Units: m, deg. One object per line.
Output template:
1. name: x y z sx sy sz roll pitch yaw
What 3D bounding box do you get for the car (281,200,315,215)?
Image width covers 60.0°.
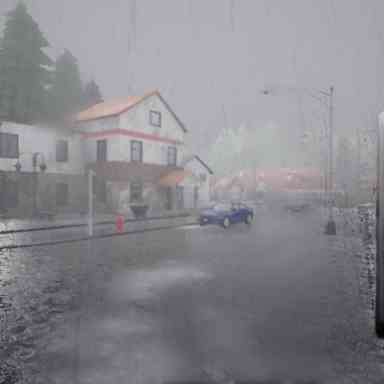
1. car: 10.816 1.466 33.575 2.033 1.411 5.357 1 0 36

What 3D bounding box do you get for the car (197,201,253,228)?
1. car: 2.256 1.394 21.698 1.882 1.535 5.008 1 0 36
